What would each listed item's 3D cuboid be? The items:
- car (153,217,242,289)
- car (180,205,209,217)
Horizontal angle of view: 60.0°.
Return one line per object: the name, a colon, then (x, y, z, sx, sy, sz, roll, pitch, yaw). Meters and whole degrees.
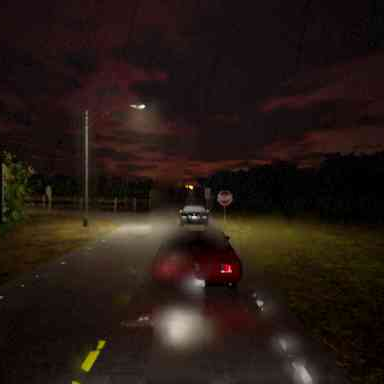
car: (0.119, 1.613, 9.147, 1.895, 1.301, 4.718, 0, 0, 0)
car: (0.147, 1.559, 22.276, 2.033, 1.411, 5.357, 0, 0, 0)
